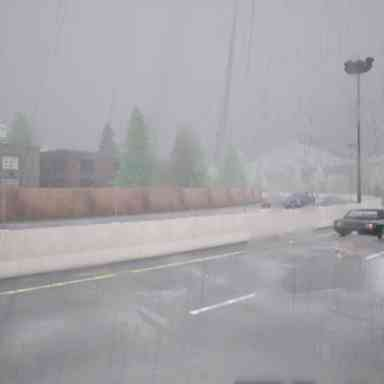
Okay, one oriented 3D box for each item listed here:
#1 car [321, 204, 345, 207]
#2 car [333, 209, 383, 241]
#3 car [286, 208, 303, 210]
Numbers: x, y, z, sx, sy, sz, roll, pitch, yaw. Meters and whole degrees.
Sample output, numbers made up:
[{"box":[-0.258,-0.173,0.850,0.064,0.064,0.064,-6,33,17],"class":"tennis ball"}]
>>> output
[{"box":[14.199,1.297,33.662,2.033,1.411,5.357,0,0,35],"class":"car"},{"box":[8.673,1.468,16.077,4.718,1.301,1.895,-1,0,-45],"class":"car"},{"box":[12.020,0.973,36.693,2.150,2.045,5.566,0,0,34],"class":"car"}]
